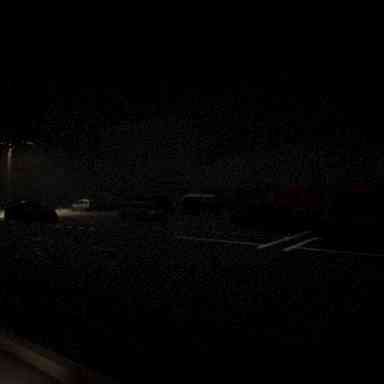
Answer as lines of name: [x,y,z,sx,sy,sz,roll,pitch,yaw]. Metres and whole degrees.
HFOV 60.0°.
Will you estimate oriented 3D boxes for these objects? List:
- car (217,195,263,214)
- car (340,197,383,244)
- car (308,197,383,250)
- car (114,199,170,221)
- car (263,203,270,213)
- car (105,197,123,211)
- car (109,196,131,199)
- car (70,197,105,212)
car: [5.802,1.314,40.405,4.605,1.855,1.932,-1,0,36]
car: [8.609,1.168,14.240,3.866,1.878,1.905,-1,0,36]
car: [6.875,1.165,11.922,4.605,1.855,1.932,-1,0,36]
car: [-3.989,1.554,26.633,3.806,1.475,1.970,-1,0,36]
car: [7.547,1.524,42.718,3.905,1.438,1.784,-1,0,36]
car: [-11.190,1.650,42.484,3.905,1.438,1.784,-1,0,36]
car: [-9.666,1.440,44.693,4.605,1.855,1.932,-1,0,36]
car: [-12.881,1.682,40.134,3.806,1.475,1.970,-1,0,36]
